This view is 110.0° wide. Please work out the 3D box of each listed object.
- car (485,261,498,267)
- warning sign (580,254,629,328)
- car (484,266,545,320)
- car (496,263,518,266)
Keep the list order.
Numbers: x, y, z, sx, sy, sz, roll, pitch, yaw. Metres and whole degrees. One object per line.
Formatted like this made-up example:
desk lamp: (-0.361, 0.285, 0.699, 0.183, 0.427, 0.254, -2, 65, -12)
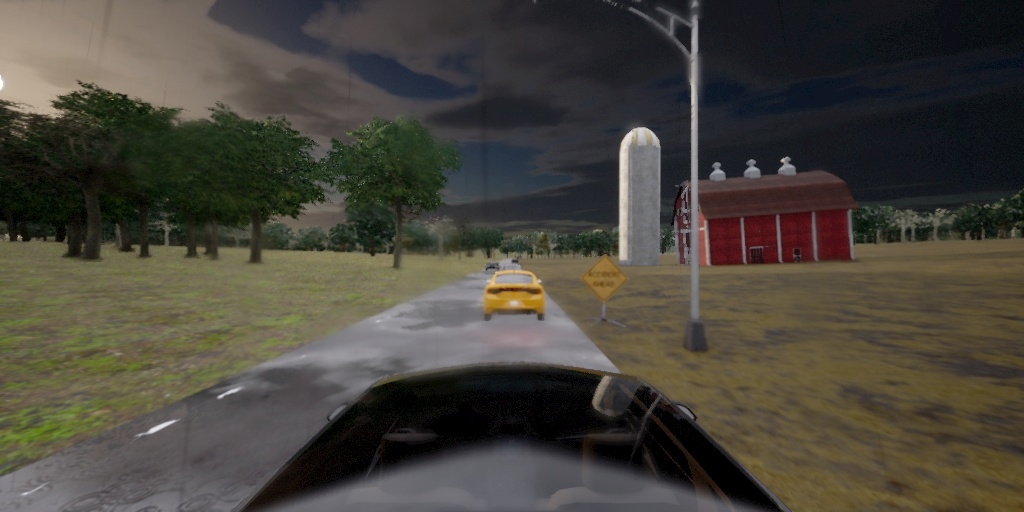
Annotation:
car: (-2.816, 1.421, 52.336, 1.994, 1.385, 4.181, 0, 0, 0)
warning sign: (2.449, 0.880, 9.618, 1.300, 1.860, 1.060, 0, 0, 0)
car: (0.073, 1.250, 12.717, 1.882, 1.535, 5.008, 0, -1, 0)
car: (0.061, 1.401, 26.323, 1.895, 1.301, 4.718, 0, 0, 0)
